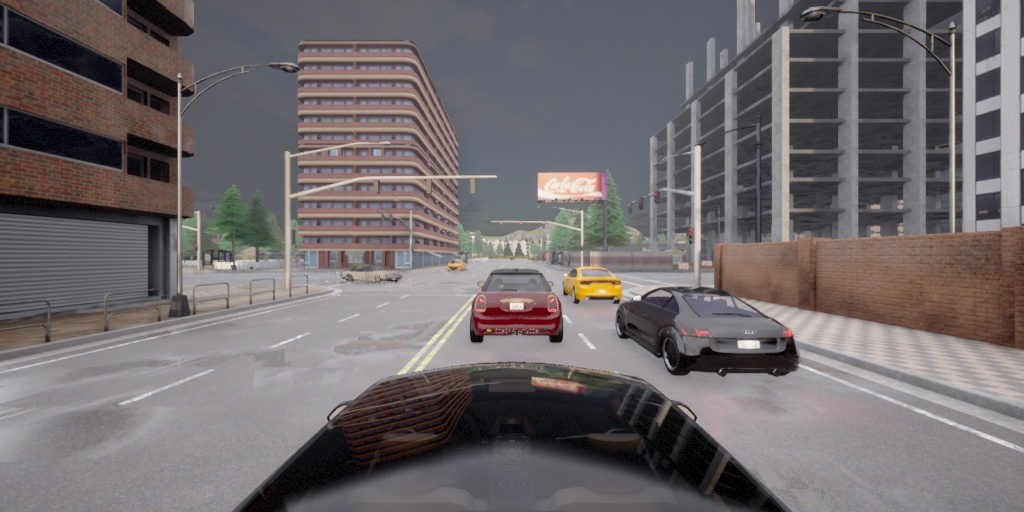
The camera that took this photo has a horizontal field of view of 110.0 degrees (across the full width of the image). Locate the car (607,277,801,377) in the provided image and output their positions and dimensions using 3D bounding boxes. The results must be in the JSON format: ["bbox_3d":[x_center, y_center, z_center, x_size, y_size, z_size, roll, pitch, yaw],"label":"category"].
[{"bbox_3d":[3.599,1.313,7.456,1.994,1.385,4.181,0,0,0],"label":"car"}]

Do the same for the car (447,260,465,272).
[{"bbox_3d":[-7.098,1.222,45.963,1.882,1.535,5.008,0,0,0],"label":"car"}]

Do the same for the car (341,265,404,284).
[{"bbox_3d":[-10.319,1.348,26.521,4.718,1.301,1.895,0,0,27],"label":"car"}]

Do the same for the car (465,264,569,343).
[{"bbox_3d":[0.101,1.101,9.862,2.097,1.767,4.553,0,0,0],"label":"car"}]

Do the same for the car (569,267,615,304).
[{"bbox_3d":[3.501,1.226,16.389,1.882,1.535,5.008,0,0,0],"label":"car"}]
